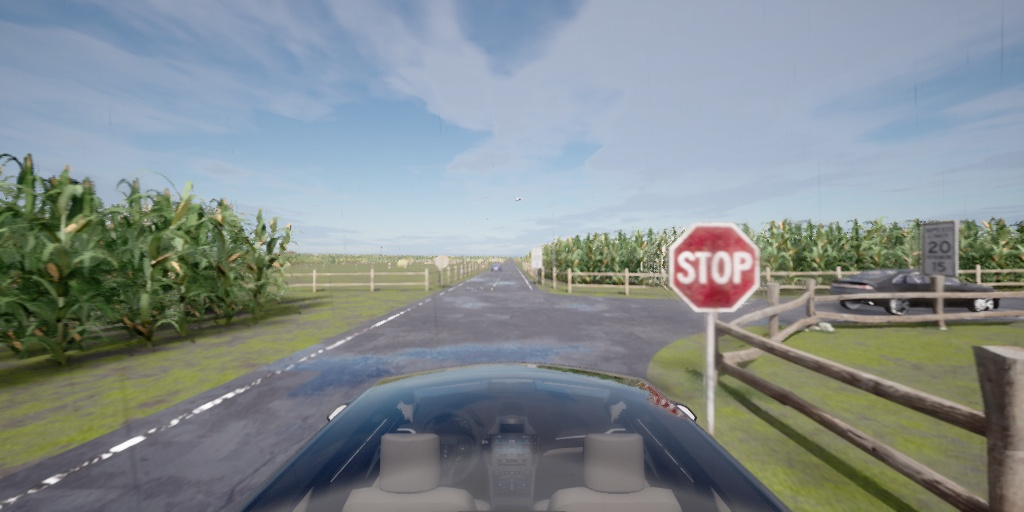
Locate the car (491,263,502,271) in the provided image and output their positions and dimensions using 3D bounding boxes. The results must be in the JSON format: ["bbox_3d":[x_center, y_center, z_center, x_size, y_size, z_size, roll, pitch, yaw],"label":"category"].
[{"bbox_3d":[-2.774,2.011,64.414,1.812,1.442,4.674,0,-1,0],"label":"car"}]

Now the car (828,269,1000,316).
[{"bbox_3d":[14.100,1.230,12.711,4.902,1.511,2.128,-1,0,-2],"label":"car"}]
